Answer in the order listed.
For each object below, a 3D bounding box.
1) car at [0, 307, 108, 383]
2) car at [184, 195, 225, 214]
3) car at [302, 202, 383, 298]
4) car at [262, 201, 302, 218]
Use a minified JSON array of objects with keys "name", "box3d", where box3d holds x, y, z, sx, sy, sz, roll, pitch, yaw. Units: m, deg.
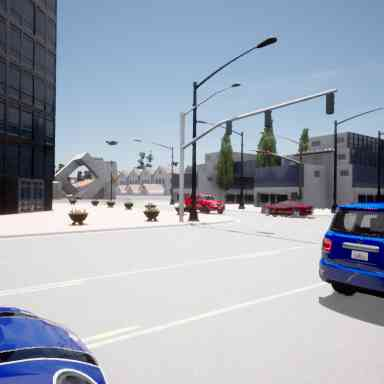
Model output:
[{"name":"car","box3d":[-2.729,1.352,1.796,4.553,1.767,2.097,0,0,-35]},{"name":"car","box3d":[1.299,1.314,36.715,2.150,2.045,5.566,1,-1,-35]},{"name":"car","box3d":[5.200,1.239,7.507,5.566,2.045,2.150,0,0,-35]},{"name":"car","box3d":[9.104,1.623,31.907,5.008,1.535,1.882,0,1,41]}]
